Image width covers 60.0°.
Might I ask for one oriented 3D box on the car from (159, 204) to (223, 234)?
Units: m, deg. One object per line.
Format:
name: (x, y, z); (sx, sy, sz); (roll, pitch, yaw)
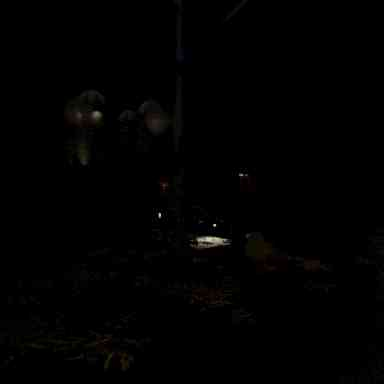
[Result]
car: (-0.199, 1.504, 19.565); (1.837, 1.490, 4.892); (0, 0, -35)
